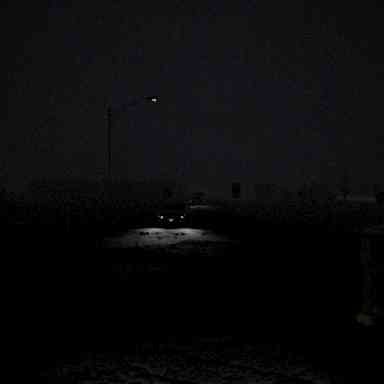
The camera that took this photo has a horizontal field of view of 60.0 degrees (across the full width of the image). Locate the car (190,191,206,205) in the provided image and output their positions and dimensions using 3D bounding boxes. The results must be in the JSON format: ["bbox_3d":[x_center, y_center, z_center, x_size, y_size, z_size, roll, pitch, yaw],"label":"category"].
[{"bbox_3d":[0.917,0.880,49.229,2.150,2.045,5.566,0,1,4],"label":"car"}]

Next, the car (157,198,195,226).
[{"bbox_3d":[-1.055,1.358,21.633,1.837,1.490,4.892,0,0,4],"label":"car"}]
